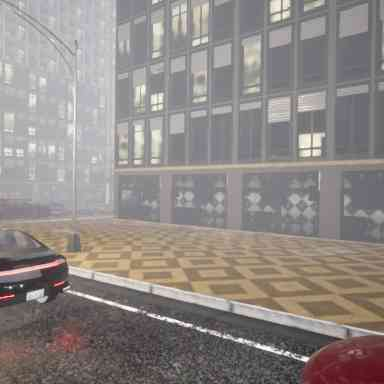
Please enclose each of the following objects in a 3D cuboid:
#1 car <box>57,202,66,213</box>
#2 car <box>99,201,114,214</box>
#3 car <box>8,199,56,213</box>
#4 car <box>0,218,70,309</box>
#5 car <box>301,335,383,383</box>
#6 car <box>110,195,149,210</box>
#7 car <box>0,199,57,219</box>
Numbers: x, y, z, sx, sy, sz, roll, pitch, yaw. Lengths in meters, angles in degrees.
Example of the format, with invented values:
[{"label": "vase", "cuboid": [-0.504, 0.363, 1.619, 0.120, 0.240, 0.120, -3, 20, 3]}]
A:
[{"label": "car", "cuboid": [-16.824, 1.723, 38.505, 1.994, 1.385, 4.181, 1, 0, 36]}, {"label": "car", "cuboid": [-8.773, 1.829, 39.690, 1.752, 1.417, 4.829, 1, 0, 36]}, {"label": "car", "cuboid": [-19.069, 1.642, 39.836, 1.752, 1.417, 4.829, 1, 0, 36]}, {"label": "car", "cuboid": [-4.575, 1.488, 6.920, 4.902, 1.511, 2.128, 0, 0, 35]}, {"label": "car", "cuboid": [2.912, 1.526, 1.619, 4.674, 1.442, 1.812, 0, 0, 35]}, {"label": "car", "cuboid": [-9.117, 1.498, 48.960, 2.150, 2.045, 5.566, 1, 0, 36]}, {"label": "car", "cuboid": [-15.555, 1.519, 30.467, 2.192, 1.841, 5.009, 1, 0, 36]}]
